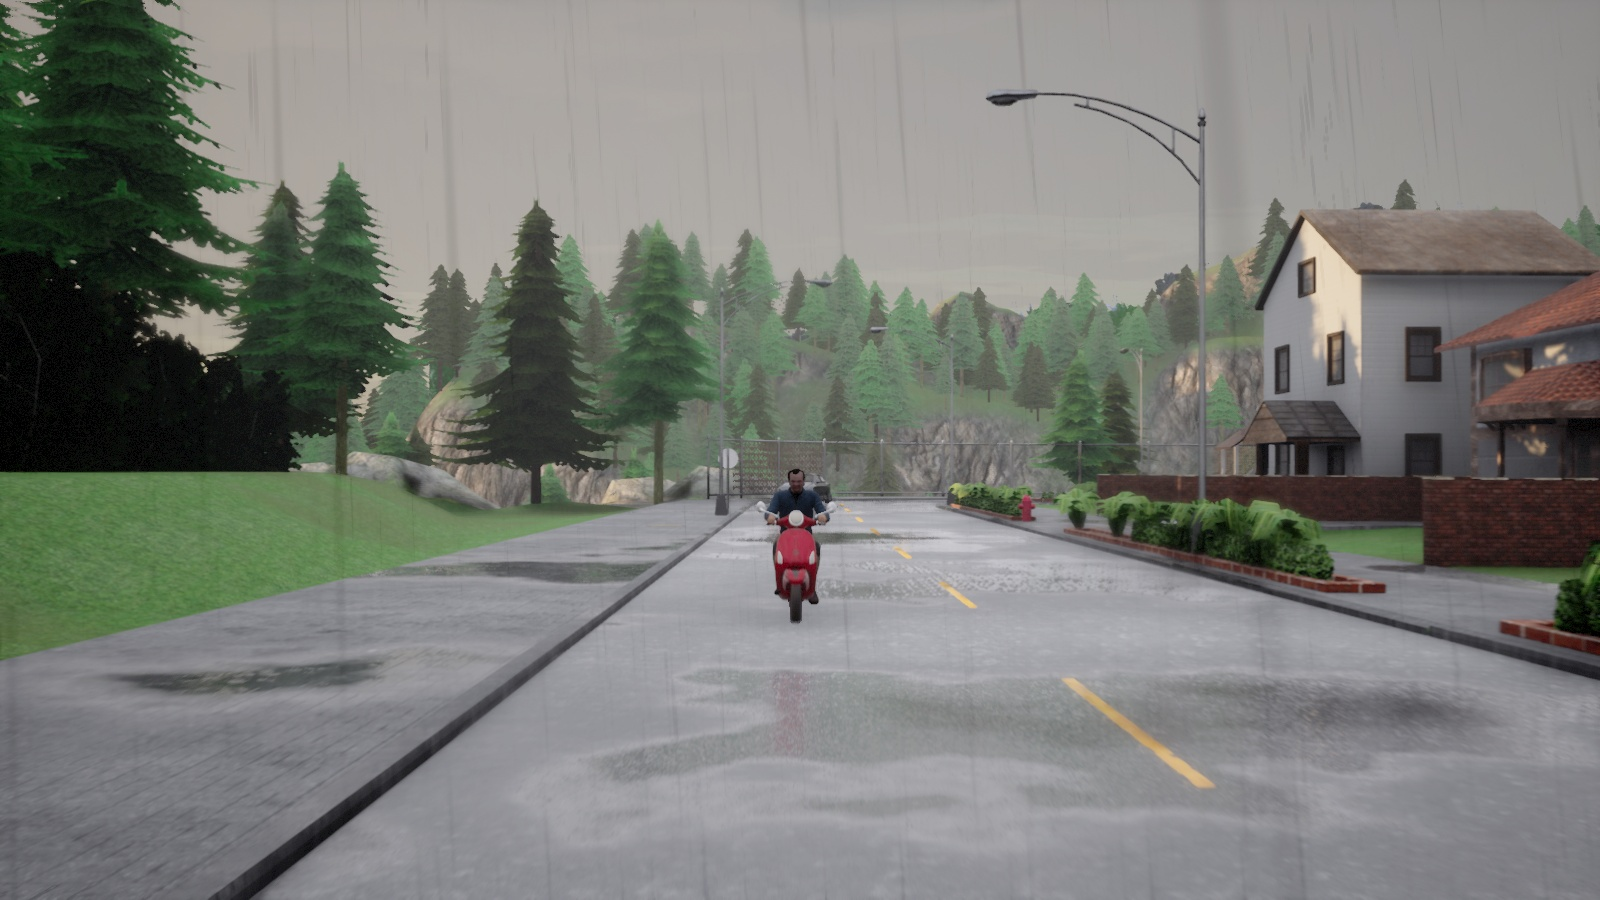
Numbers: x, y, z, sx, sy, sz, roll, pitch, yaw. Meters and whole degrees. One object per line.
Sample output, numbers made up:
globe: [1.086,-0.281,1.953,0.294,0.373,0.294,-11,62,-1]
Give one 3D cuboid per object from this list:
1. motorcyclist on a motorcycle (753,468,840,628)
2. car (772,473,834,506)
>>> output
motorcyclist on a motorcycle: [-0.034,0.994,13.483,0.866,1.590,1.817,0,-1,0]
car: [0.191,1.807,58.404,1.816,1.474,4.193,-1,-1,16]
